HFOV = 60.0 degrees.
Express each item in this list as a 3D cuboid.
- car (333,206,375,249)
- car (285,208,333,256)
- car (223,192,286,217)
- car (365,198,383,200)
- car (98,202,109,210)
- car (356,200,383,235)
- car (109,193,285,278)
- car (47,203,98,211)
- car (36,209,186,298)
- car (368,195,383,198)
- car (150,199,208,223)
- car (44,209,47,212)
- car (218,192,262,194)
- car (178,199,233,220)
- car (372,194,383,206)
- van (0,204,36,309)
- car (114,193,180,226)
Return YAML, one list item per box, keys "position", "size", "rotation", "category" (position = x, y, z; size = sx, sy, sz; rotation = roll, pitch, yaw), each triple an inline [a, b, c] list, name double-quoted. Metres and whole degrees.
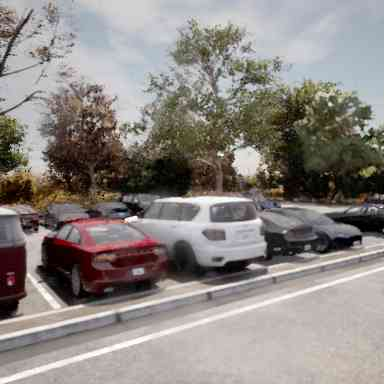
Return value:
- position: [4.350, 1.401, 13.530]
  size: [2.163, 1.488, 4.792]
  rotation: [0, 0, -36]
  category: "car"
- position: [2.060, 1.395, 11.922]
  size: [2.231, 1.521, 4.892]
  rotation: [-1, 0, -36]
  category: "car"
- position: [5.557, 1.052, 30.478]
  size: [2.435, 2.045, 5.566]
  rotation: [0, 0, -36]
  category: "car"
- position: [11.062, 1.313, 18.597]
  size: [1.946, 1.575, 5.366]
  rotation: [0, 0, -36]
  category: "car"
- position: [-5.698, 1.425, 22.495]
  size: [2.163, 1.488, 4.792]
  rotation: [-1, 0, -36]
  category: "car"
- position: [8.896, 1.332, 16.813]
  size: [2.097, 1.535, 5.008]
  rotation: [0, 0, -36]
  category: "car"
- position: [-0.243, 1.166, 10.314]
  size: [2.435, 2.045, 5.566]
  rotation: [-1, 0, -36]
  category: "car"
- position: [-7.929, 1.449, 20.827]
  size: [2.163, 1.488, 4.792]
  rotation: [-1, 0, -36]
  category: "car"
- position: [-2.502, 1.441, 8.656]
  size: [2.097, 1.535, 5.008]
  rotation: [-1, 0, -36]
  category: "car"
- position: [26.050, 1.170, 45.185]
  size: [2.231, 1.521, 4.892]
  rotation: [0, 0, -36]
  category: "car"
- position: [-1.149, 1.354, 25.708]
  size: [2.097, 1.535, 5.008]
  rotation: [-1, 0, -36]
  category: "car"
- position: [-10.207, 1.443, 19.226]
  size: [2.097, 1.535, 5.008]
  rotation: [-1, 0, -36]
  category: "car"
- position: [3.392, 1.067, 28.929]
  size: [2.435, 2.045, 5.566]
  rotation: [0, 0, -36]
  category: "car"
- position: [1.014, 1.375, 27.259]
  size: [2.002, 1.452, 4.674]
  rotation: [0, 0, -36]
  category: "car"
- position: [28.419, 1.151, 46.646]
  size: [1.946, 1.575, 5.366]
  rotation: [0, 0, -36]
  category: "car"
- position: [-4.854, 1.240, 7.123]
  size: [1.878, 1.987, 4.442]
  rotation: [-1, 0, -36]
  category: "van"
- position: [-3.403, 1.122, 24.067]
  size: [2.435, 2.045, 5.566]
  rotation: [-1, 0, -36]
  category: "car"
